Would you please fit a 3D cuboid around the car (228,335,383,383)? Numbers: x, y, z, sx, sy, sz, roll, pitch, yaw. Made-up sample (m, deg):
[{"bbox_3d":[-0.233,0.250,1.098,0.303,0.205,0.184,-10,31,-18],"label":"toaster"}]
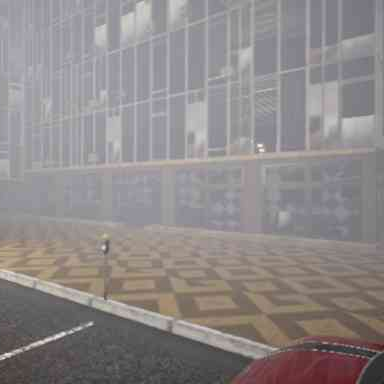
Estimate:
[{"bbox_3d":[1.891,1.444,1.527,4.097,1.590,1.967,0,0,36],"label":"car"}]
